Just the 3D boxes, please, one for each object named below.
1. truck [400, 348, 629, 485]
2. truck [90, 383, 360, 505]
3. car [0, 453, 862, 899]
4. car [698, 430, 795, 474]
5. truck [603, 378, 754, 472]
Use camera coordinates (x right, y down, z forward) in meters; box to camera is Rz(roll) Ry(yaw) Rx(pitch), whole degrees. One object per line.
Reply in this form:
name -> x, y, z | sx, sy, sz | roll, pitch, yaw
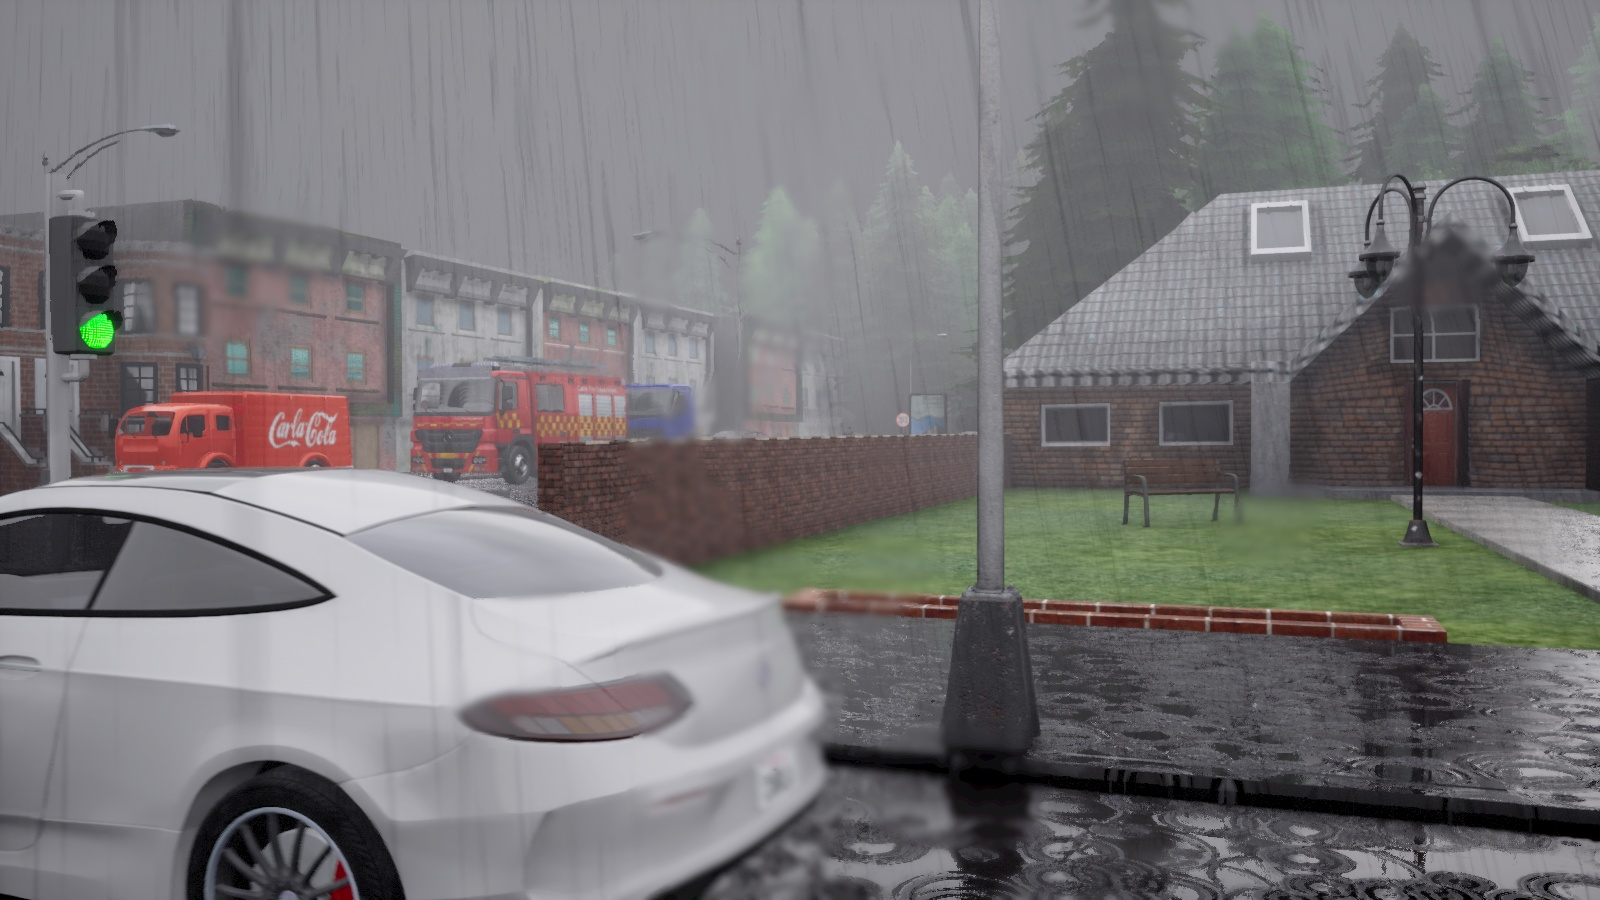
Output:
truck -> -8.667, -1.003, 39.476 | 2.891, 3.827, 8.468 | 1, 1, 20
truck -> -12.732, -0.161, 28.262 | 2.627, 2.467, 5.204 | 1, 1, 20
car -> -2.287, 0.770, 4.575 | 4.674, 1.442, 1.812 | 1, 1, 22
car -> -1.906, 0.023, 46.404 | 2.007, 1.525, 4.514 | 1, 1, 20
truck -> -4.694, -0.981, 50.419 | 2.891, 3.462, 7.936 | 1, 1, 20
